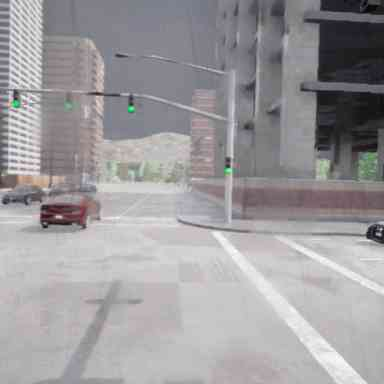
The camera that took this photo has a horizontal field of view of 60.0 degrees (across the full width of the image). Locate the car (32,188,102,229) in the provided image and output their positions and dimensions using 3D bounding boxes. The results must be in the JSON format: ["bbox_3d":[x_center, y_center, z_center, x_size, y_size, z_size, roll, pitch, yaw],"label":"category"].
[{"bbox_3d":[-5.606,0.781,15.991,1.882,1.535,5.008,1,2,-5],"label":"car"}]

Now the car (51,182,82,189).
[{"bbox_3d":[-14.193,-0.274,37.000,2.097,1.767,4.553,2,2,-3],"label":"car"}]

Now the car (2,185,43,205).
[{"bbox_3d":[-13.602,0.214,27.194,1.837,1.490,4.892,2,2,-3],"label":"car"}]

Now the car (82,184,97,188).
[{"bbox_3d":[-14.772,-0.428,47.255,2.033,1.411,5.357,2,2,-3],"label":"car"}]

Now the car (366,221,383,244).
[{"bbox_3d":[8.766,1.404,12.202,4.181,1.385,1.994,2,2,-4],"label":"car"}]
